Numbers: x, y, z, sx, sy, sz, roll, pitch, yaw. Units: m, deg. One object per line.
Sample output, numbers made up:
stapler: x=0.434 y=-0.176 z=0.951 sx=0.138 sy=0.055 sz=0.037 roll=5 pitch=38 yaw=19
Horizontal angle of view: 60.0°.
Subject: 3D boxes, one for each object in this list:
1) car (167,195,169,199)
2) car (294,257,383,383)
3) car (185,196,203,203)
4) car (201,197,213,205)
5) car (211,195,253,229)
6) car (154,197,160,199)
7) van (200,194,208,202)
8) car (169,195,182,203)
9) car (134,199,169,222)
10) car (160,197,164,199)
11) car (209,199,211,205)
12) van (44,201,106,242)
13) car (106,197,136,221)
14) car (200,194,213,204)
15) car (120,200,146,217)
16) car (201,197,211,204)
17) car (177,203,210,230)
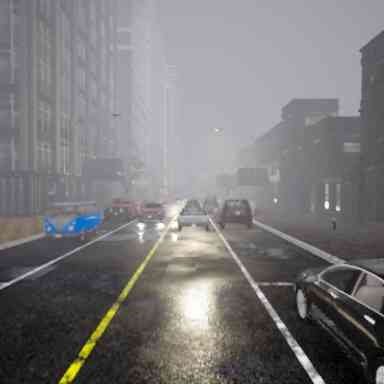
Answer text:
car: x=-5.699 y=1.556 z=60.357 sx=1.752 sy=1.417 sz=4.829 roll=-1 pitch=0 yaw=0
car: x=2.690 y=1.553 z=4.434 sx=2.008 sy=1.369 sz=4.403 roll=-1 pitch=0 yaw=0
car: x=0.100 y=1.546 z=40.994 sx=1.812 sy=1.442 sz=4.674 roll=0 pitch=0 yaw=0
car: x=2.682 y=1.596 z=60.514 sx=1.947 sy=1.339 sz=4.313 roll=-1 pitch=0 yaw=0
car: x=2.676 y=1.326 z=21.773 sx=2.192 sy=1.841 sz=5.009 roll=-1 pitch=0 yaw=0
car: x=-5.699 y=1.567 z=43.923 sx=1.887 sy=1.381 sz=4.507 roll=-1 pitch=0 yaw=0
van: x=2.680 y=1.380 z=77.118 sx=1.690 sy=1.788 sz=3.998 roll=-1 pitch=0 yaw=0
car: x=-2.996 y=1.393 z=68.184 sx=1.994 sy=1.385 sz=4.181 roll=0 pitch=0 yaw=0
car: x=-3.096 y=1.539 z=26.510 sx=1.812 sy=1.442 sz=4.674 roll=0 pitch=0 yaw=0
car: x=-5.699 y=1.553 z=54.822 sx=1.752 sy=1.417 sz=4.829 roll=-1 pitch=0 yaw=0
car: x=2.680 y=1.540 z=27.477 sx=1.752 sy=1.417 sz=4.829 roll=-1 pitch=0 yaw=0
van: x=-5.704 y=1.350 z=16.249 sx=1.690 sy=1.788 sz=3.998 roll=-1 pitch=0 yaw=0
car: x=-5.703 y=1.330 z=27.318 sx=2.192 sy=1.841 sz=5.009 roll=-1 pitch=0 yaw=0
car: x=2.678 y=1.340 z=49.446 sx=2.192 sy=1.841 sz=5.009 roll=-1 pitch=0 yaw=0
car: x=-5.700 y=1.543 z=32.683 sx=1.752 sy=1.417 sz=4.829 roll=-1 pitch=0 yaw=0
car: x=2.683 y=1.615 z=66.049 sx=1.802 sy=1.307 sz=4.206 roll=-1 pitch=0 yaw=0
car: x=0.094 y=1.612 z=21.024 sx=1.895 sy=1.301 sz=4.718 roll=0 pitch=0 yaw=0
